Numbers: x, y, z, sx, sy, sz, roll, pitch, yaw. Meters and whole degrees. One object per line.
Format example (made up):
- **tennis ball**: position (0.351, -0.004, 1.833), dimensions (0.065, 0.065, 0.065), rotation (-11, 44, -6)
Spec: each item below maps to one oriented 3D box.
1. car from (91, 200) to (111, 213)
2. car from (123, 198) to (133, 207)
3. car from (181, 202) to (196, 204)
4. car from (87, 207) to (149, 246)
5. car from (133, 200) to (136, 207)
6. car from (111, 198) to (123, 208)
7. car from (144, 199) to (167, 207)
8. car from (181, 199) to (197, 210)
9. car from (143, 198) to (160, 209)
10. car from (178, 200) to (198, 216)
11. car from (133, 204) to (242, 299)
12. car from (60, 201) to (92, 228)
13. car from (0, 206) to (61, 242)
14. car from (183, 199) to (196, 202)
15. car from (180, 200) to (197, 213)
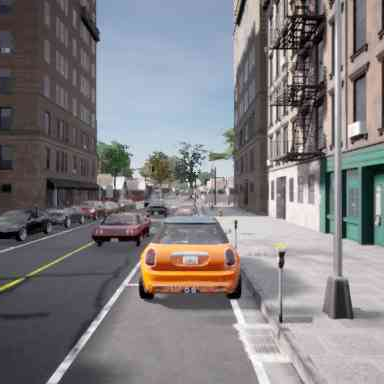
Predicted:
- **car**: position (-8.408, 1.445, 27.388), dimensions (1.967, 1.590, 4.097), rotation (0, 0, 0)
- **car**: position (-8.408, 1.454, 38.426), dimensions (1.967, 1.590, 4.097), rotation (0, 0, 0)
- **car**: position (-0.383, 1.584, 21.873), dimensions (1.802, 1.307, 4.206), rotation (0, 0, 0)
- **car**: position (-3.018, 1.601, 15.261), dimensions (1.895, 1.301, 4.718), rotation (0, 0, 0)
- **car**: position (-8.408, 1.600, 43.945), dimensions (1.802, 1.307, 4.206), rotation (0, 0, 0)
- **car**: position (-8.408, 1.534, 32.737), dimensions (1.752, 1.417, 4.829), rotation (0, 0, 0)
- **car**: position (-3.015, 1.515, 30.446), dimensions (1.837, 1.490, 4.892), rotation (0, 0, 0)
- **car**: position (-0.383, 1.584, 43.946), dimensions (1.947, 1.339, 4.313), rotation (0, 0, 0)
- **car**: position (-5.772, 1.621, 47.784), dimensions (1.895, 1.301, 4.718), rotation (0, 0, 0)
- **car**: position (-0.383, 1.554, 32.910), dimensions (1.887, 1.381, 4.507), rotation (0, 0, 0)
- **car**: position (-0.033, 1.352, 8.620), dimensions (2.097, 1.767, 4.553), rotation (0, 0, 0)
- **car**: position (-8.408, 1.553, 21.869), dimensions (2.008, 1.369, 4.403), rotation (0, 0, 0)
- **car**: position (-8.408, 1.566, 16.351), dimensions (1.947, 1.339, 4.313), rotation (0, 0, 0)
- **car**: position (-0.383, 1.531, 27.562), dimensions (1.752, 1.417, 4.829), rotation (0, 0, 0)
- **car**: position (-0.383, 1.596, 38.428), dimensions (1.802, 1.307, 4.206), rotation (0, 0, 0)
